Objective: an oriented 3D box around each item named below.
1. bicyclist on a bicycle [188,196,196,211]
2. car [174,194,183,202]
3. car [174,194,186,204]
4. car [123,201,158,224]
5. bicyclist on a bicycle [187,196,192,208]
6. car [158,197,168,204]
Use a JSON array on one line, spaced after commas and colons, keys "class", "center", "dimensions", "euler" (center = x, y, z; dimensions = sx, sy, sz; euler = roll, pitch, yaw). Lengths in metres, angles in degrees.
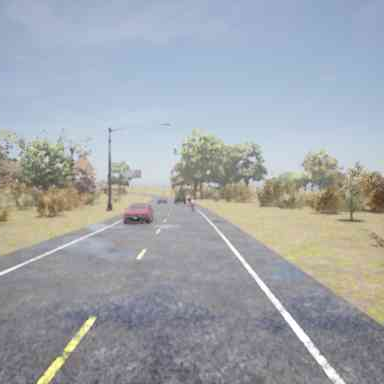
[{"class": "bicyclist on a bicycle", "center": [0.100, 1.507, 39.841], "dimensions": [0.866, 1.612, 1.509], "euler": [0, 0, -2]}, {"class": "car", "center": [-3.222, 1.465, 78.796], "dimensions": [2.097, 1.767, 4.553], "euler": [0, 0, -5]}, {"class": "car", "center": [-2.277, 1.324, 66.081], "dimensions": [2.150, 2.045, 5.566], "euler": [0, 0, -4]}, {"class": "car", "center": [-3.965, 1.529, 25.269], "dimensions": [1.882, 1.535, 5.008], "euler": [0, 0, -2]}, {"class": "bicyclist on a bicycle", "center": [-0.330, 1.455, 49.304], "dimensions": [0.659, 1.776, 1.843], "euler": [0, 0, -3]}, {"class": "car", "center": [-5.776, 1.666, 65.713], "dimensions": [1.994, 1.385, 4.181], "euler": [0, 0, -3]}]
